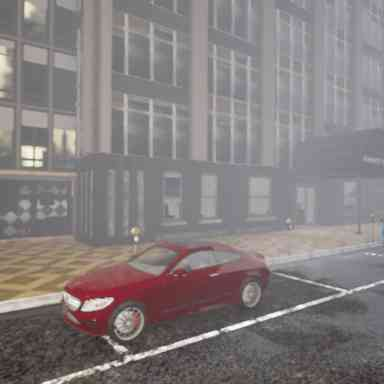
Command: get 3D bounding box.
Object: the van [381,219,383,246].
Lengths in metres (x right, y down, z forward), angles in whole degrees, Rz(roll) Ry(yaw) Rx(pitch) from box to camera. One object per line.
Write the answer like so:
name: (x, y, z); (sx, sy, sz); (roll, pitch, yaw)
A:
van: (9.009, 1.478, 12.999); (3.998, 1.788, 1.690); (1, 0, -36)

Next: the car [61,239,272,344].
car: (-0.255, 1.613, 6.381); (4.206, 1.307, 1.802); (1, 0, -36)
